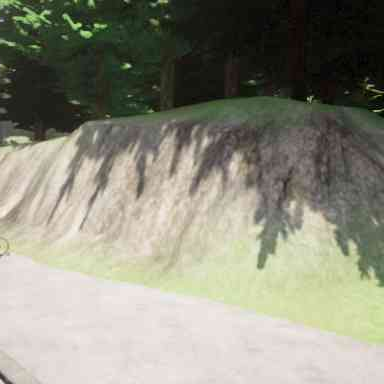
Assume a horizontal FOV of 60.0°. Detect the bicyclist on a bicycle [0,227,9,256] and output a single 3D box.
[{"bbox_3d":[-7.140,1.478,11.415,0.582,1.620,1.656,0,-1,42],"label":"bicyclist on a bicycle"}]
